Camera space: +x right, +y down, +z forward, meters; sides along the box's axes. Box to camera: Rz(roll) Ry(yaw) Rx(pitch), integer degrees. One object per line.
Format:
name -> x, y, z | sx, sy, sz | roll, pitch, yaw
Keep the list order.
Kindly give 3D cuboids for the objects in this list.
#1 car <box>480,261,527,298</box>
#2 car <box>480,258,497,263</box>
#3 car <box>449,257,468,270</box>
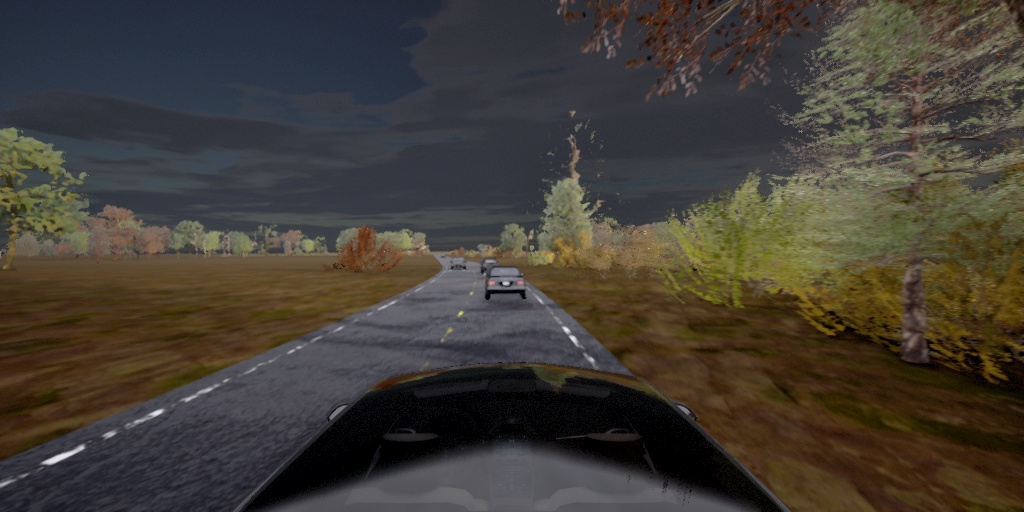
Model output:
car -> -0.379, 1.137, 17.077 | 2.033, 1.411, 5.357 | 0, 1, -3
car -> -2.201, 0.930, 35.996 | 1.812, 1.442, 4.674 | 0, 1, -7
car -> -6.307, 0.867, 42.291 | 1.837, 1.490, 4.892 | 0, 1, -9
